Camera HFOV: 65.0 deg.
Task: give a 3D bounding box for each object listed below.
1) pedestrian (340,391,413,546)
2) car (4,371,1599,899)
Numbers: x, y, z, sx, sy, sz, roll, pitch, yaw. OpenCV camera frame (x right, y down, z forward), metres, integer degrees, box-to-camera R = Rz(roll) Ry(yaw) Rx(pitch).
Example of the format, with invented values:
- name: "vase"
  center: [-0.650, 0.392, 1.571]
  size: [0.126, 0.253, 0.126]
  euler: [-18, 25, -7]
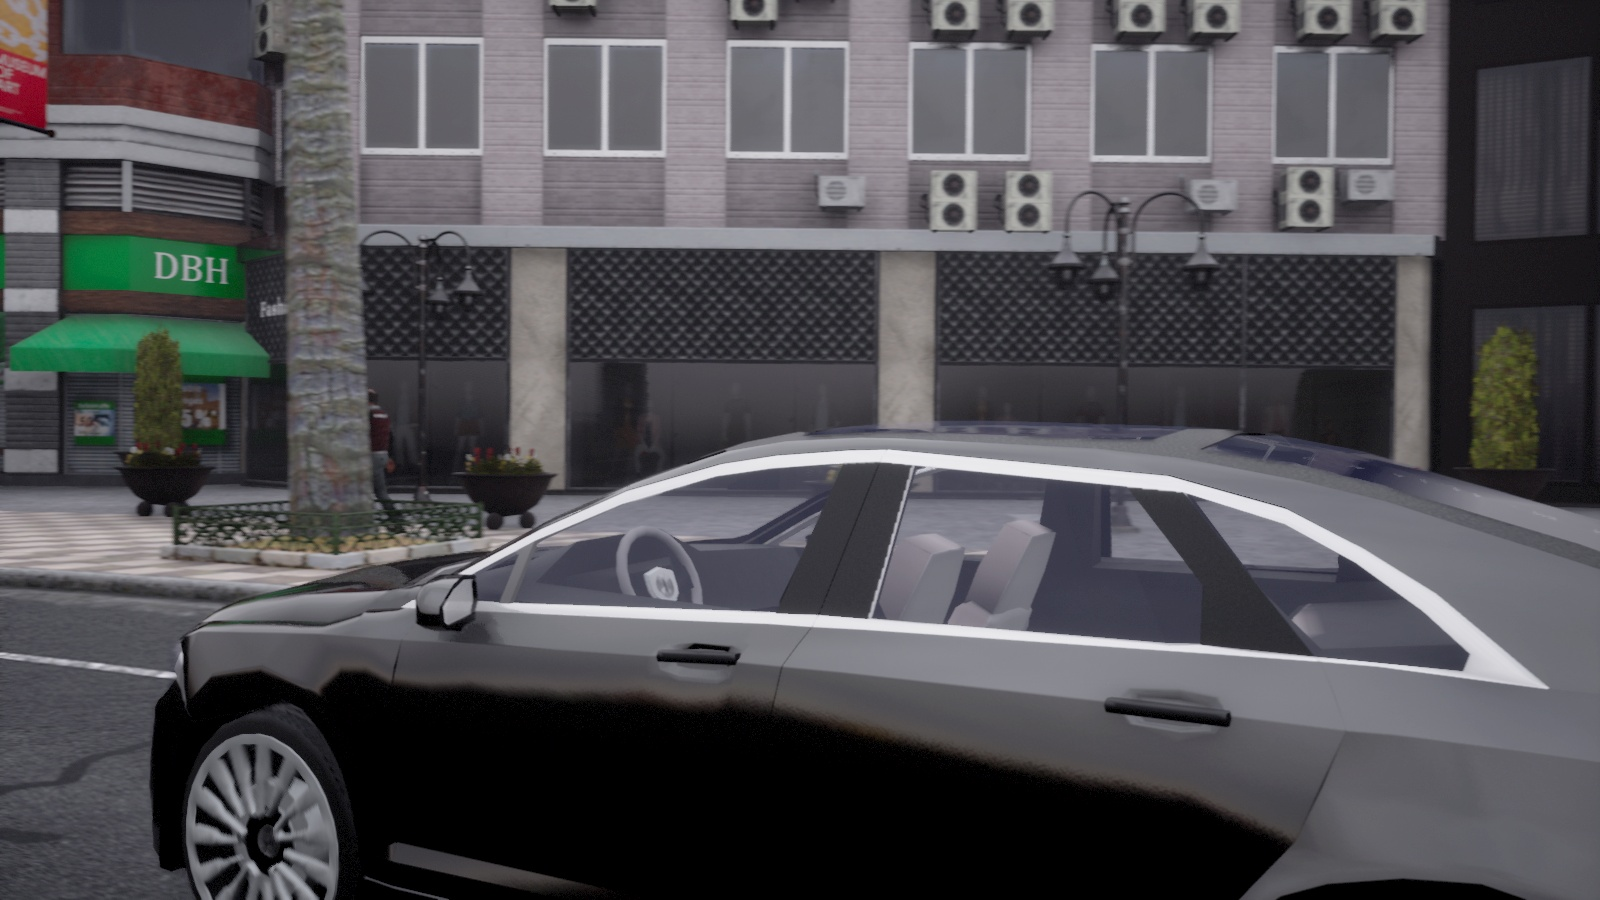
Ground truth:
- name: "pedestrian"
  center: [-5.134, 0.218, 15.243]
  size: [0.720, 1.854, 0.376]
  euler: [0, 1, 11]
- name: "car"
  center: [0.292, 0.636, 3.352]
  size: [4.902, 1.511, 2.128]
  euler: [0, 1, 32]
